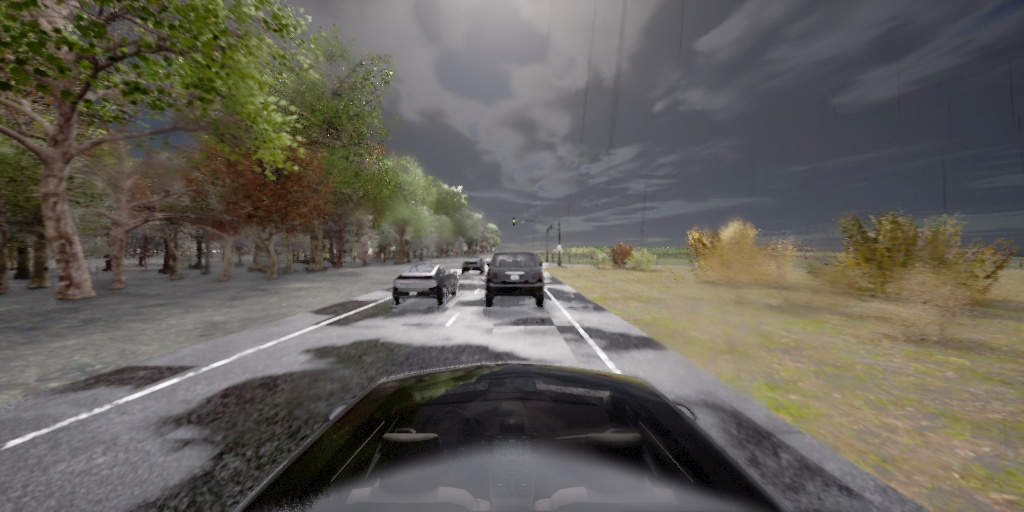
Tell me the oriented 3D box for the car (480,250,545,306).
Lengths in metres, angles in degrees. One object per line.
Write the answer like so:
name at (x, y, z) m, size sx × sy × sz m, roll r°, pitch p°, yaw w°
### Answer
car at (0.098, 0.783, 14.805) m, size 2.150 × 2.045 × 5.566 m, roll 0°, pitch 1°, yaw 0°

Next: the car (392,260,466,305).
car at (-3.406, 1.054, 14.785) m, size 2.128 × 1.511 × 4.902 m, roll 0°, pitch 1°, yaw 0°

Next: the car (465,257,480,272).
car at (-3.399, 0.811, 32.449) m, size 1.837 × 1.490 × 4.892 m, roll 0°, pitch 1°, yaw 0°
